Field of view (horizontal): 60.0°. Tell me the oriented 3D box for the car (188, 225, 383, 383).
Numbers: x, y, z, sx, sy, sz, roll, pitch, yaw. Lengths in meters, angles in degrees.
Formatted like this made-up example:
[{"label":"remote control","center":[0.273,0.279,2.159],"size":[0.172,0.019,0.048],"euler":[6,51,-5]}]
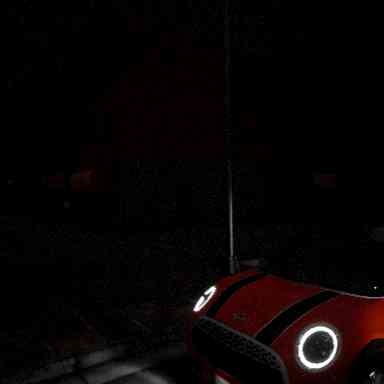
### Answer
[{"label":"car","center":[2.152,1.322,4.599],"size":[4.553,1.767,2.097],"euler":[0,0,-35]}]
